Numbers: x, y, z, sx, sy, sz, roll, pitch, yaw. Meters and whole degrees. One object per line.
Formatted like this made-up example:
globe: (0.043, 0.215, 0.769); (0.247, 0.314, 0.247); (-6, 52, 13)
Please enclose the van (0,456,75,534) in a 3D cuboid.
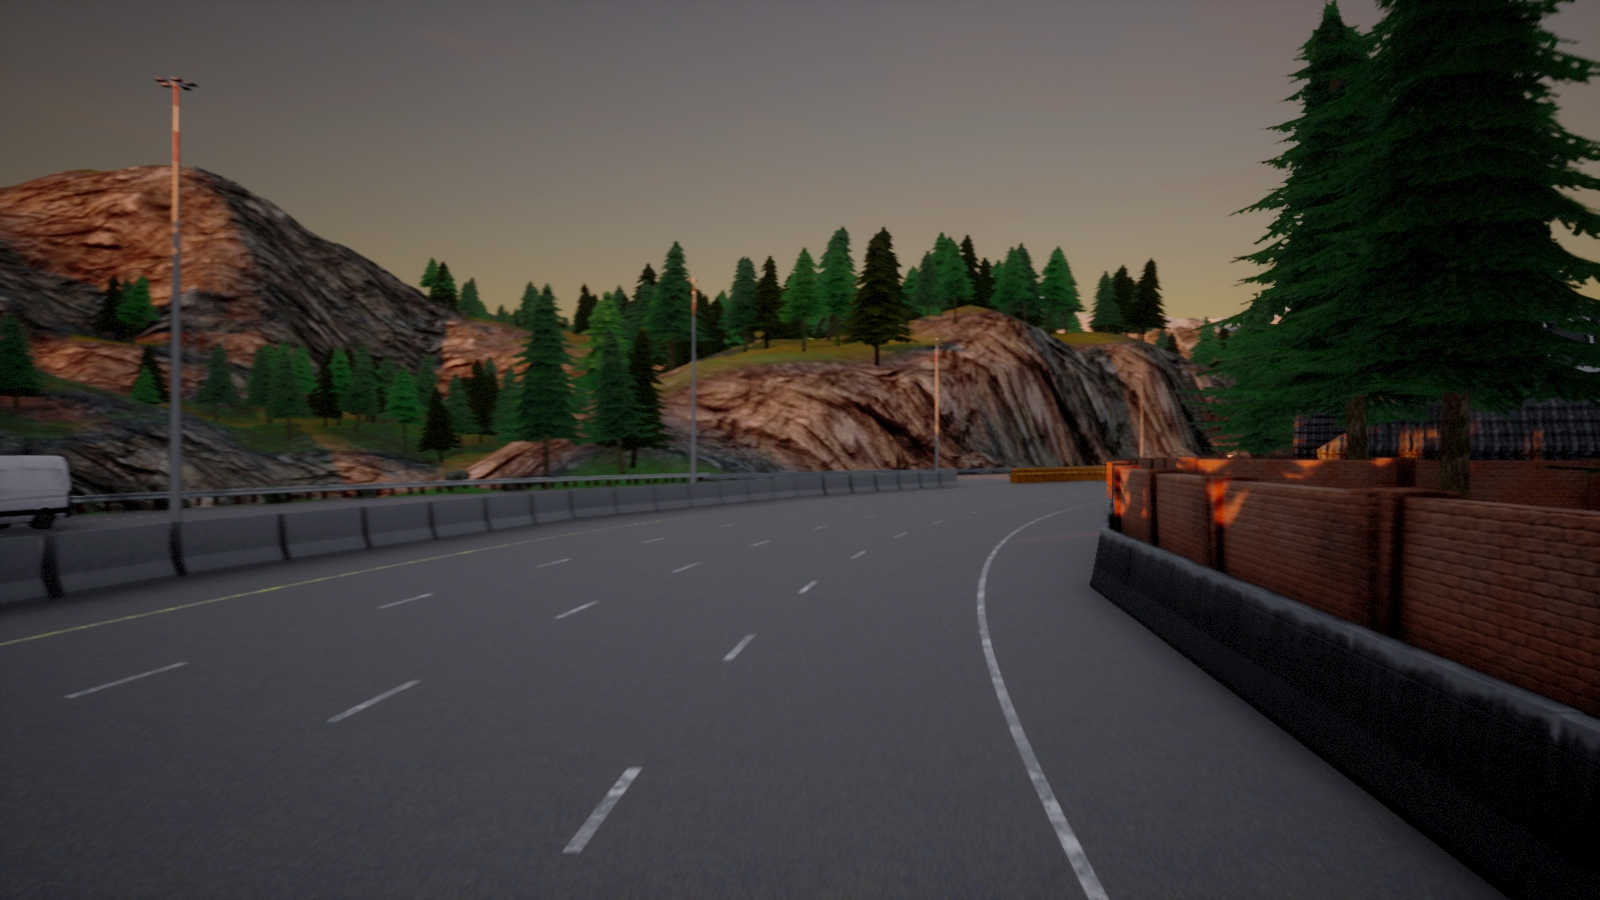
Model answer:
van: (-27.240, 1.472, 37.710); (1.988, 2.561, 5.915); (0, 0, 13)
